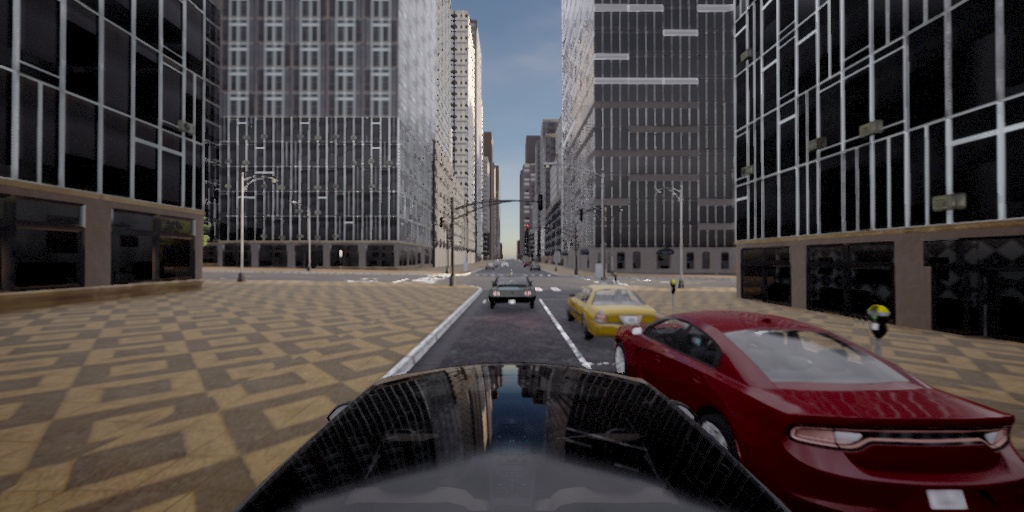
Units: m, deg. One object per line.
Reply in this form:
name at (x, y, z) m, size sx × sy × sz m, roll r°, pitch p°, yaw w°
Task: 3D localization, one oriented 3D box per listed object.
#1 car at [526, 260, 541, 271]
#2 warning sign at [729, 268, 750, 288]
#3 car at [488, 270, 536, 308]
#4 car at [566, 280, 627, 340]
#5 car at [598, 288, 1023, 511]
car at (3.910, 1.885, 60.991) m, size 1.948 × 1.339 × 4.313 m, roll 0°, pitch 0°, yaw 0°
warning sign at (17.279, 1.444, 27.197) m, size 1.060 × 1.860 × 1.300 m, roll 0°, pitch 0°, yaw -3°
car at (0.011, 1.484, 15.966) m, size 1.895 × 1.301 × 4.718 m, roll 0°, pitch 0°, yaw 0°
car at (2.571, 1.352, 10.060) m, size 1.751 × 1.417 × 4.829 m, roll 0°, pitch 0°, yaw 0°
car at (2.567, 1.320, 4.339) m, size 1.888 × 1.381 × 4.507 m, roll 0°, pitch 0°, yaw 0°
